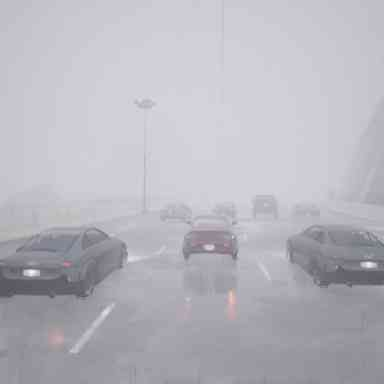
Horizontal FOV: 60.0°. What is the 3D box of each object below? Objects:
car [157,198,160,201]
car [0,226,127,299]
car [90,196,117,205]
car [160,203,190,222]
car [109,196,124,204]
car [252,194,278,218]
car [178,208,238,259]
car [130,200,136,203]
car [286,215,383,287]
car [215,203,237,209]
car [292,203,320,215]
[{"bbox_3d":[-5.197,1.609,55.182,1.895,1.301,4.718,0,0,18],"label":"car"},{"bbox_3d":[-3.045,1.561,8.536,1.994,1.385,4.181,0,0,3],"label":"car"},{"bbox_3d":[-15.351,1.482,57.911,2.128,1.511,4.902,0,0,18],"label":"car"},{"bbox_3d":[-1.151,1.554,26.435,2.033,1.411,5.357,0,0,9],"label":"car"},{"bbox_3d":[-11.696,1.488,57.799,2.128,1.511,4.902,0,0,18],"label":"car"},{"bbox_3d":[6.736,1.244,30.762,2.150,2.045,5.566,0,0,11],"label":"car"},{"bbox_3d":[0.722,1.531,12.508,1.812,1.442,4.674,0,0,4],"label":"car"},{"bbox_3d":[-8.352,1.506,56.773,1.837,1.490,4.892,0,0,18],"label":"car"},{"bbox_3d":[4.004,1.574,9.311,1.994,1.385,4.181,0,0,3],"label":"car"},{"bbox_3d":[3.056,1.616,30.125,1.895,1.301,4.718,0,0,10],"label":"car"},{"bbox_3d":[10.167,1.629,30.084,1.895,1.301,4.718,0,0,11],"label":"car"}]
